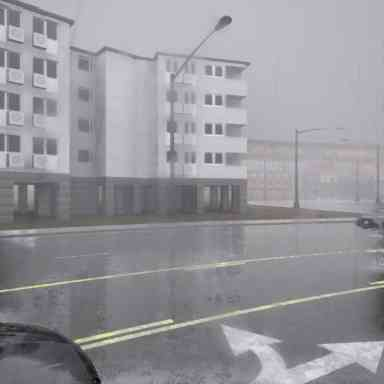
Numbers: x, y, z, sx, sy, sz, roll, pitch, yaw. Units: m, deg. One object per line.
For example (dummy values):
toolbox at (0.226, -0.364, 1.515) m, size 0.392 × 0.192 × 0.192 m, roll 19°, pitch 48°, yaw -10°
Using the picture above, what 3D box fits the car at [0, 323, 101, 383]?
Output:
car at (-2.889, 1.492, 1.605) m, size 4.902 × 1.511 × 2.128 m, roll 0°, pitch 0°, yaw -36°

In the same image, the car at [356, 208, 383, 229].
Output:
car at (11.891, 1.565, 19.534) m, size 4.181 × 1.385 × 1.994 m, roll 0°, pitch 0°, yaw -15°
